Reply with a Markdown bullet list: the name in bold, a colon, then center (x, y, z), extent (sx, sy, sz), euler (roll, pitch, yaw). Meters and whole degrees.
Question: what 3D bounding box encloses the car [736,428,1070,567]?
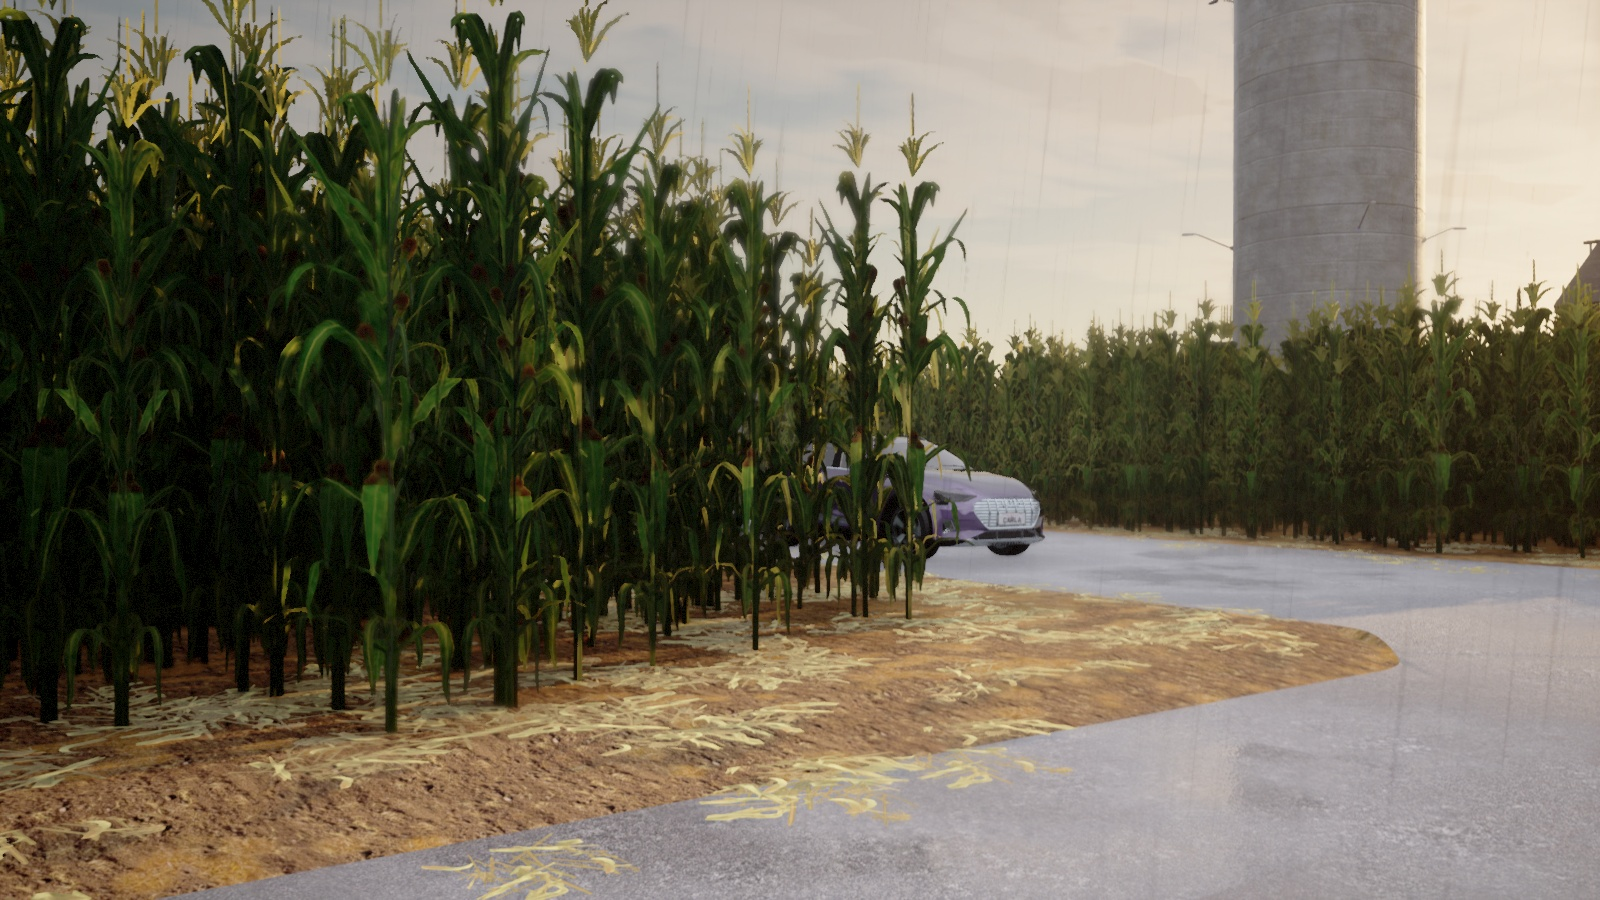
- **car**: center (1.248, 0.577, 17.509), extent (2.033, 1.649, 4.856), euler (0, 0, -35)
